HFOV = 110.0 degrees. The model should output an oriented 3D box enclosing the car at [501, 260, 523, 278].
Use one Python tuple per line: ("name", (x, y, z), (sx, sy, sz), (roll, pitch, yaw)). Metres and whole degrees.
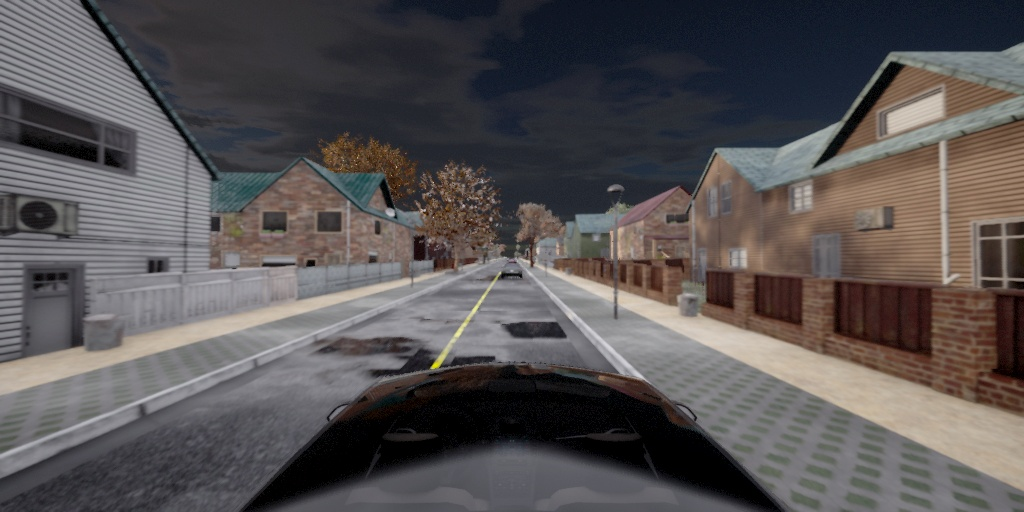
("car", (0.008, 1.301, 33.714), (1.994, 1.385, 4.181), (0, 0, 0))
